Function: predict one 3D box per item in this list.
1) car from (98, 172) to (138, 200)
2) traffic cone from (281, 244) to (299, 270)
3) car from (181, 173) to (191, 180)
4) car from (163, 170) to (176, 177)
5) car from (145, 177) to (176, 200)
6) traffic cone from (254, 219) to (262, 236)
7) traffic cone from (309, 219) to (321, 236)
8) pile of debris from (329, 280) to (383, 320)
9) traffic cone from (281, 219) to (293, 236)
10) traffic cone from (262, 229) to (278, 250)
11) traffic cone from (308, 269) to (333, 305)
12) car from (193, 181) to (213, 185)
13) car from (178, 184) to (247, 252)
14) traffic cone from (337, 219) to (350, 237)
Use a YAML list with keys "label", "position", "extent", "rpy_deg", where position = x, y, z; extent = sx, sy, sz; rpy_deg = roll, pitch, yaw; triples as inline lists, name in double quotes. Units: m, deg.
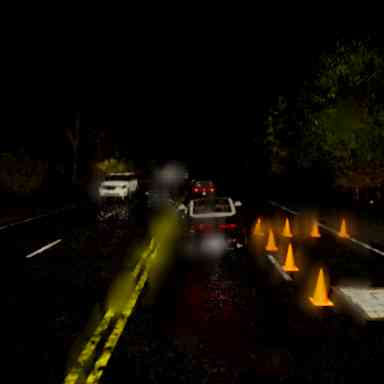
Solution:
- label: "car"
  position: [-5.736, -0.533, 26.644]
  extent: [2.150, 2.045, 5.566]
  rpy_deg: [0, 4, 1]
- label: "traffic cone"
  position: [2.337, 1.533, 7.933]
  extent: [0.340, 0.580, 0.340]
  rpy_deg: [0, 4, 1]
- label: "car"
  position: [-1.281, -3.154, 67.851]
  extent: [2.128, 1.511, 4.902]
  rpy_deg: [0, 4, 2]
- label: "car"
  position: [-4.530, -3.454, 67.817]
  extent: [2.150, 2.045, 5.566]
  rpy_deg: [0, 4, 2]
- label: "car"
  position: [-2.488, -0.192, 26.585]
  extent: [2.033, 1.411, 5.357]
  rpy_deg: [0, 4, 1]
- label: "traffic cone"
  position: [2.410, 1.256, 11.923]
  extent: [0.340, 0.580, 0.340]
  rpy_deg: [0, 4, 1]
- label: "traffic cone"
  position: [4.409, 1.265, 11.887]
  extent: [0.340, 0.580, 0.340]
  rpy_deg: [0, 4, 1]
- label: "pile of debris"
  position: [3.679, 1.887, 5.929]
  extent: [1.860, 0.140, 1.500]
  rpy_deg: [0, 4, 1]
- label: "traffic cone"
  position: [3.409, 1.261, 11.905]
  extent: [0.340, 0.580, 0.340]
  rpy_deg: [0, 4, 1]
- label: "traffic cone"
  position: [2.373, 1.395, 9.928]
  extent: [0.340, 0.580, 0.340]
  rpy_deg: [0, 4, 1]
- label: "traffic cone"
  position: [2.301, 1.671, 5.939]
  extent: [0.340, 0.580, 0.340]
  rpy_deg: [0, 4, 1]
- label: "car"
  position: [1.021, -0.280, 28.772]
  extent: [1.895, 1.301, 4.718]
  rpy_deg: [0, 4, 1]
- label: "car"
  position: [0.617, 0.827, 10.868]
  extent: [1.837, 1.490, 4.892]
  rpy_deg: [-4, 6, 1]
- label: "traffic cone"
  position: [5.409, 1.270, 11.869]
  extent: [0.340, 0.580, 0.340]
  rpy_deg: [0, 4, 1]
